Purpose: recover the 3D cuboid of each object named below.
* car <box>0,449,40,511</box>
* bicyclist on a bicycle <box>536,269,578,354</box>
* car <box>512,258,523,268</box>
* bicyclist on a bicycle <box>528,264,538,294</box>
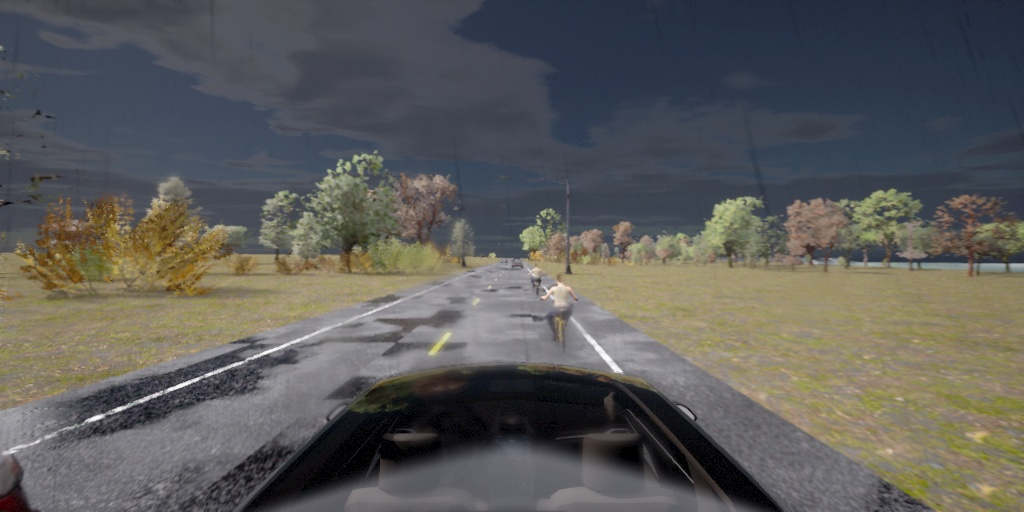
[{"bbox_3d":[-3.603,1.332,0.187,1.994,1.385,4.181,0,0,1],"label":"car"},{"bbox_3d":[1.045,1.182,7.785,0.866,1.612,1.509,0,0,1],"label":"bicyclist on a bicycle"},{"bbox_3d":[0.925,1.305,60.818,2.033,1.411,5.357,0,0,1],"label":"car"},{"bbox_3d":[1.220,1.184,17.969,0.866,1.612,1.509,0,0,0],"label":"bicyclist on a bicycle"}]
